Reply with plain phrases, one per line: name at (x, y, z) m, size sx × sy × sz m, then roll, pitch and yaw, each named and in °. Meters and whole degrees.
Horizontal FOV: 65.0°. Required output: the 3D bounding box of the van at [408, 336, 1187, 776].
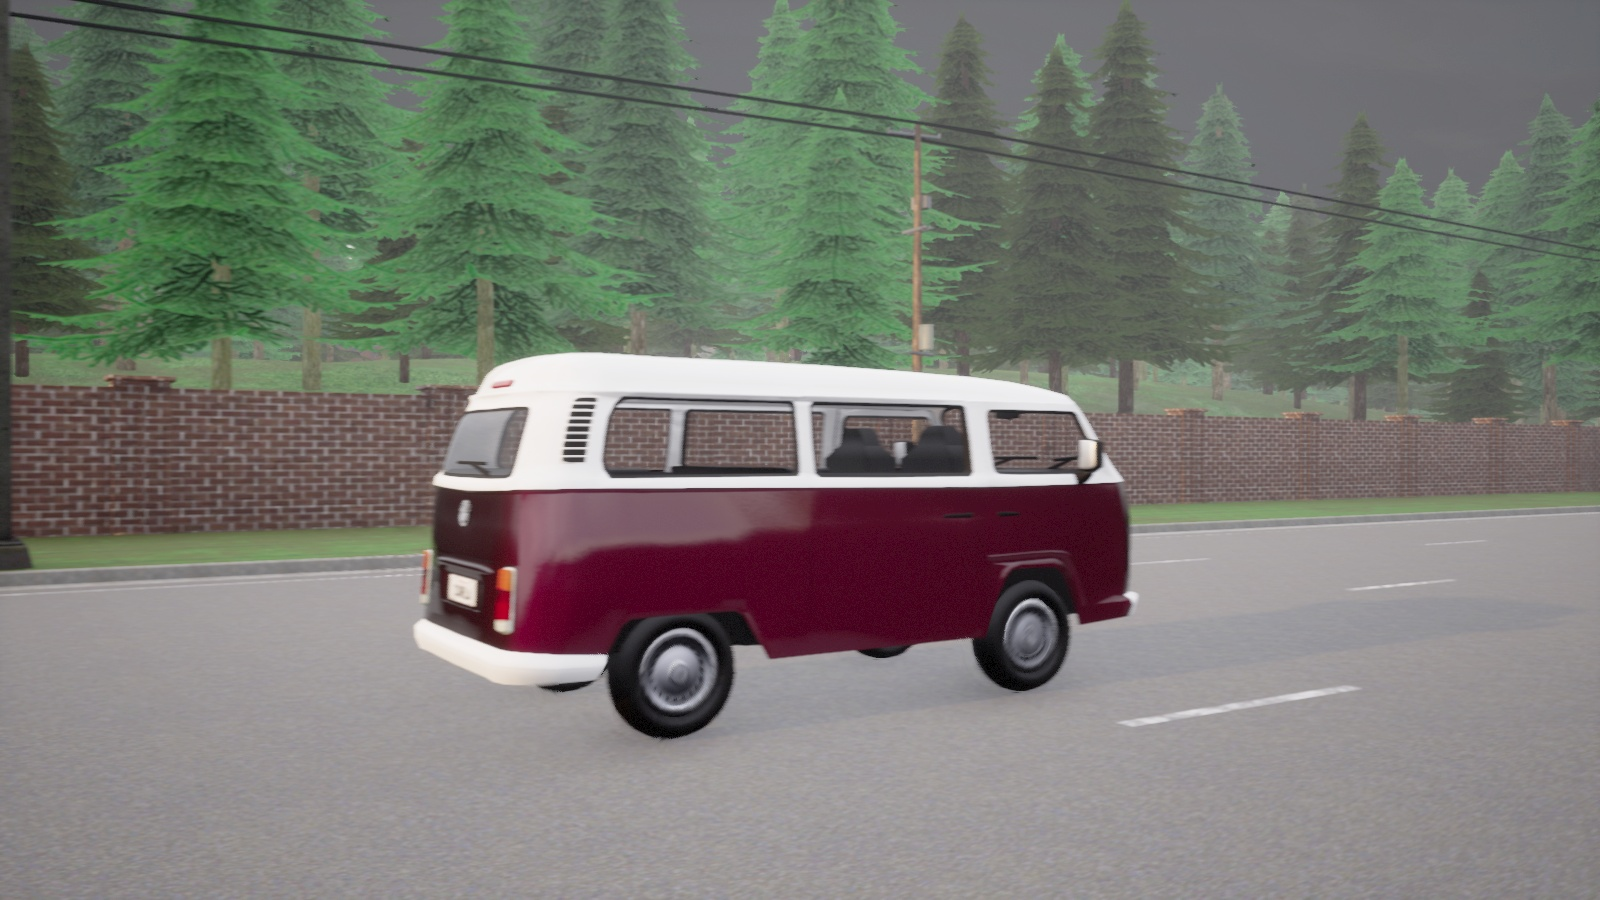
van at (0.088, 0.487, 7.900) m, size 4.480 × 2.038 × 2.069 m, roll 0°, pitch 0°, yaw -33°
